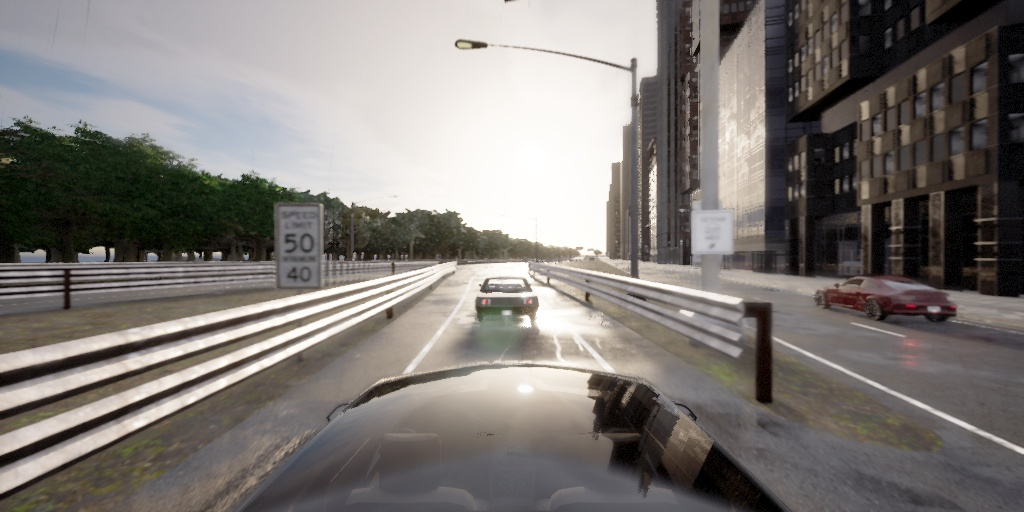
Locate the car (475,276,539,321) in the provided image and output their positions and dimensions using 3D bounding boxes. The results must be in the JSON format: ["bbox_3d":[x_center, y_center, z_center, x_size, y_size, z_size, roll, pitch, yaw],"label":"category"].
[{"bbox_3d":[-0.235,1.350,12.547,1.895,1.301,4.718,0,0,-2],"label":"car"}]

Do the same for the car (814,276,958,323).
[{"bbox_3d":[13.142,1.437,12.964,1.812,1.442,4.674,0,0,13],"label":"car"}]
